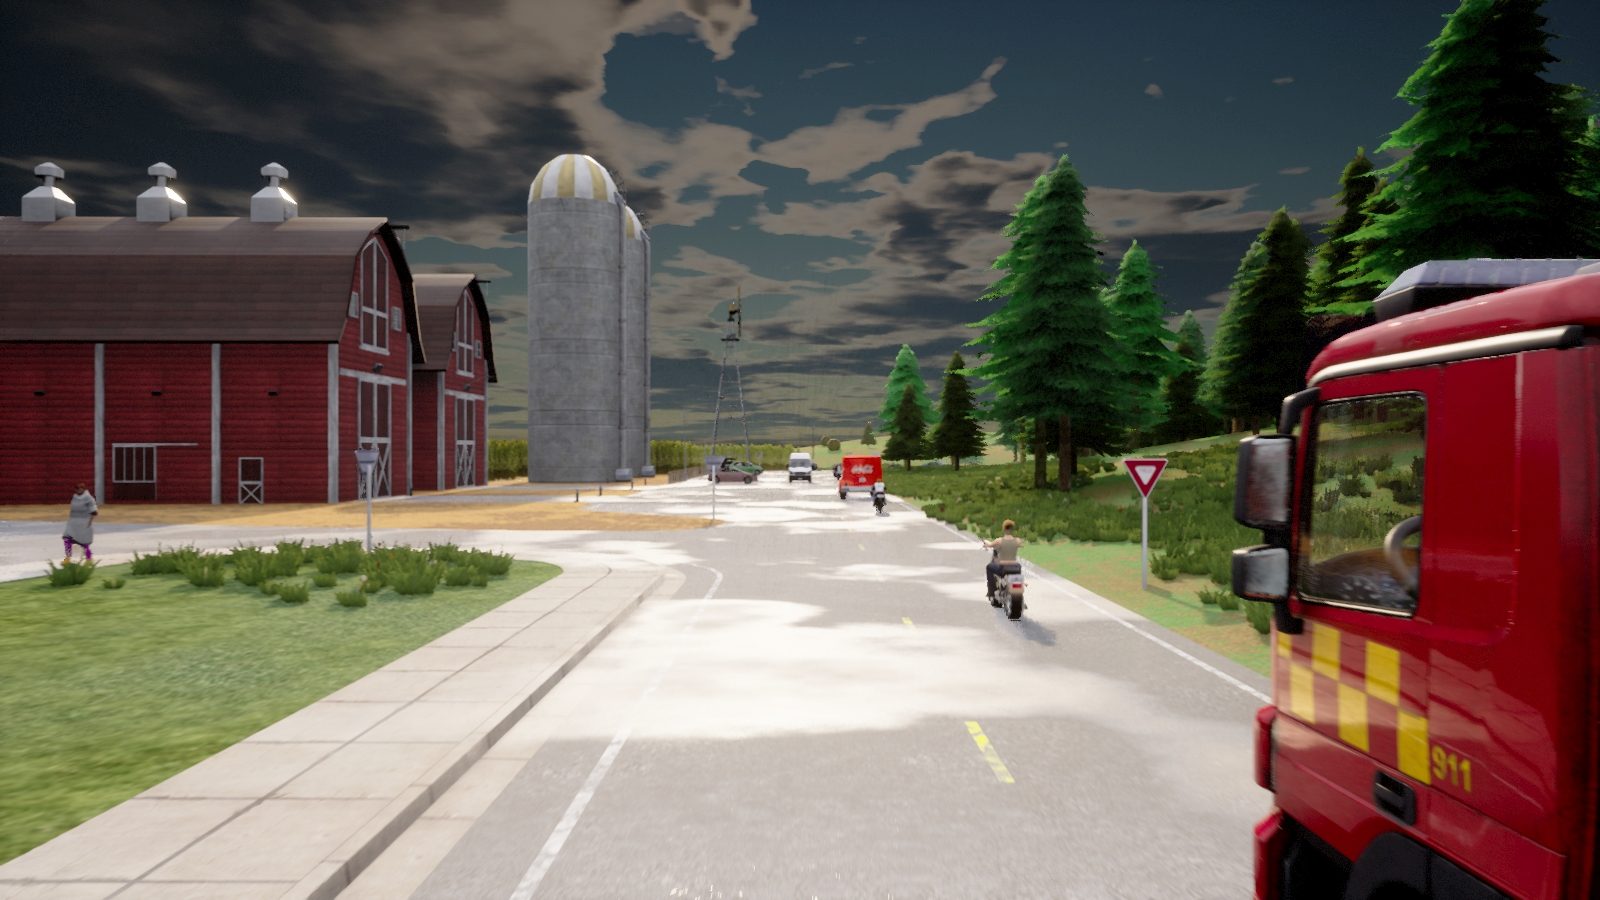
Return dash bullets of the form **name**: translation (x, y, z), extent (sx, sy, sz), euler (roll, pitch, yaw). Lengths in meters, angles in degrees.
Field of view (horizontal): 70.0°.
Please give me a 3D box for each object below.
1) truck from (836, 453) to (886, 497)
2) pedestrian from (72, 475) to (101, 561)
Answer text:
- **truck**: translation (3.514, 1.428, 66.645), extent (2.627, 2.467, 5.204), euler (0, 0, 0)
- **pedestrian**: translation (-15.507, 1.470, 24.826), extent (0.375, 1.860, 0.375), euler (0, 0, 6)
